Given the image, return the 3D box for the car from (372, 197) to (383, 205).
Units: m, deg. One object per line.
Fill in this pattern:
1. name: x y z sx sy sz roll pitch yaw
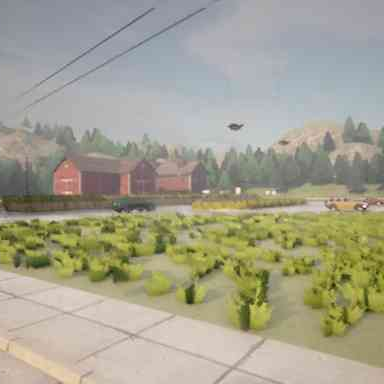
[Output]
1. car: 30.929 1.613 57.647 3.905 1.438 1.784 -1 0 35

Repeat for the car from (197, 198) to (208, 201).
1. car: 2.283 1.813 55.499 1.882 1.535 5.008 -1 0 36

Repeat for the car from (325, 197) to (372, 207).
1. car: 18.182 1.398 39.130 4.605 1.855 1.932 -1 0 35

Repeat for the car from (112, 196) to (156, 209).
1. car: -7.191 1.555 41.459 5.566 2.045 2.150 -1 -1 -41
